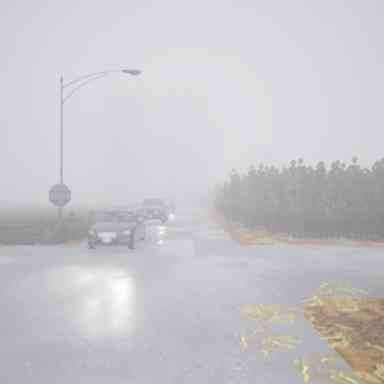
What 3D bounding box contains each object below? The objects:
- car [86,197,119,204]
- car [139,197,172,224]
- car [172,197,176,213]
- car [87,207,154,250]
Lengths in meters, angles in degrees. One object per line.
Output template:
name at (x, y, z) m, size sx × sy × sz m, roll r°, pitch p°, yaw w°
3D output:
car at (-16.290, 2.040, 61.757) m, size 5.357 × 1.411 × 2.033 m, roll 0°, pitch 0°, yaw 0°
car at (-3.216, 1.520, 28.449) m, size 2.150 × 2.045 × 5.566 m, roll 0°, pitch 0°, yaw 0°
car at (-3.205, 1.631, 42.788) m, size 2.150 × 2.045 × 5.566 m, roll 0°, pitch 0°, yaw 1°
car at (-3.210, 1.613, 14.973) m, size 2.128 × 1.511 × 4.902 m, roll 0°, pitch -1°, yaw 0°
